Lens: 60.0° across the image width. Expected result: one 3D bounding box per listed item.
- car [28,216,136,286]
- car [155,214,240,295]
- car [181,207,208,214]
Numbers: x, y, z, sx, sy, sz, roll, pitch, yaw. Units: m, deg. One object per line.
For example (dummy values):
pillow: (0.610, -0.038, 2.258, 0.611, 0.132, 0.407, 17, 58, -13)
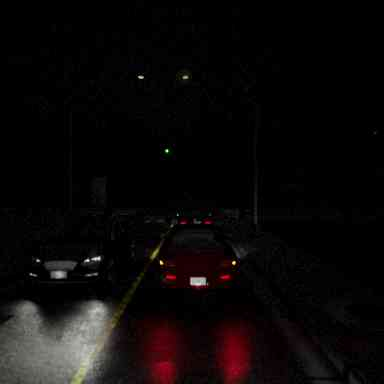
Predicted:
car: (-2.817, 1.494, 9.513, 2.128, 1.511, 4.902, 0, 0, 0)
car: (0.110, 1.528, 8.612, 1.812, 1.442, 4.674, 0, 0, 0)
car: (0.126, 1.570, 18.579, 2.033, 1.411, 5.357, 0, 0, -1)
